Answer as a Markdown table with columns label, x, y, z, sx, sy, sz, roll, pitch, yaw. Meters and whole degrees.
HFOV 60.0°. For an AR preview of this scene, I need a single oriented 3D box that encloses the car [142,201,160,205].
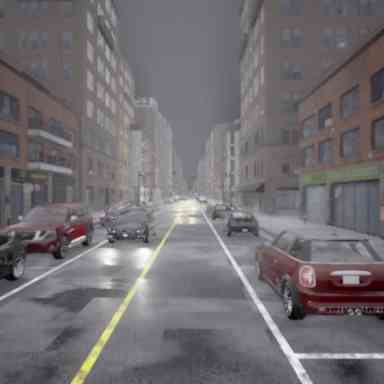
| label | x | y | z | sx | sy | sz | roll | pitch | yaw |
| --- | --- | --- | --- | --- | --- | --- | --- | --- | --- |
| car | -5.371 | 1.887 | 41.545 | 1.802 | 1.307 | 4.206 | 0 | 0 | 0 |

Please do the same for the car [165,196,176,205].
| label | x | y | z | sx | sy | sz | roll | pitch | yaw |
| --- | --- | --- | --- | --- | --- | --- | --- | --- | --- |
| car | -5.360 | 2.087 | 74.102 | 2.008 | 1.369 | 4.403 | 0 | 0 | 0 |

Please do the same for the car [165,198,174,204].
| label | x | y | z | sx | sy | sz | roll | pitch | yaw |
| --- | --- | --- | --- | --- | --- | --- | --- | --- | --- |
| car | -5.364 | 2.099 | 79.338 | 1.752 | 1.417 | 4.829 | 0 | 0 | 0 |

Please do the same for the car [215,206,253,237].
| label | x | y | z | sx | sy | sz | roll | pitch | yaw |
| --- | --- | --- | --- | --- | --- | --- | --- | --- | --- |
| car | 2.646 | 1.690 | 18.819 | 2.008 | 1.369 | 4.403 | 0 | 0 | 0 |

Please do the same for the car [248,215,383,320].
| label | x | y | z | sx | sy | sz | roll | pitch | yaw |
| --- | --- | --- | --- | --- | --- | --- | --- | --- | --- |
| car | 2.642 | 1.496 | 7.458 | 1.967 | 1.590 | 4.097 | 0 | 0 | 0 |

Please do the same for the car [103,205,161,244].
| label | x | y | z | sx | sy | sz | roll | pitch | yaw |
| --- | --- | --- | --- | --- | --- | --- | --- | --- | --- |
| car | -2.843 | 1.628 | 16.651 | 1.837 | 1.490 | 4.892 | 0 | 0 | 0 |

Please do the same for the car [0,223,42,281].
| label | x | y | z | sx | sy | sz | roll | pitch | yaw |
| --- | --- | --- | --- | --- | --- | --- | --- | --- | --- |
| car | -5.384 | 1.622 | 7.455 | 1.947 | 1.339 | 4.313 | 0 | 0 | 0 |

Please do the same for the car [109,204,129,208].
| label | x | y | z | sx | sy | sz | roll | pitch | yaw |
| --- | --- | --- | --- | --- | --- | --- | --- | --- | --- |
| car | -5.377 | 1.621 | 24.501 | 1.967 | 1.590 | 4.097 | 0 | 0 | 0 |

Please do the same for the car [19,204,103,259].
| label | x | y | z | sx | sy | sz | roll | pitch | yaw |
| --- | --- | --- | --- | --- | --- | --- | --- | --- | --- |
| car | -5.381 | 1.413 | 13.138 | 2.192 | 1.841 | 5.009 | 0 | 0 | 0 |

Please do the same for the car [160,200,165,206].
| label | x | y | z | sx | sy | sz | roll | pitch | yaw |
| --- | --- | --- | --- | --- | --- | --- | --- | --- | --- |
| car | -5.368 | 1.897 | 47.227 | 2.008 | 1.369 | 4.403 | 0 | 0 | 0 |

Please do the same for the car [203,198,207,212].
| label | x | y | z | sx | sy | sz | roll | pitch | yaw |
| --- | --- | --- | --- | --- | --- | --- | --- | --- | --- |
| car | 2.655 | 1.831 | 41.714 | 1.752 | 1.417 | 4.829 | 0 | 0 | 0 |

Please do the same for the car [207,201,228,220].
| label | x | y | z | sx | sy | sz | roll | pitch | yaw |
| --- | --- | --- | --- | --- | --- | --- | --- | --- | --- |
| car | 2.650 | 1.788 | 30.181 | 1.947 | 1.339 | 4.313 | 0 | 0 | 0 |

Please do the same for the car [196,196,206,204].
| label | x | y | z | sx | sy | sz | roll | pitch | yaw |
| --- | --- | --- | --- | --- | --- | --- | --- | --- | --- |
| car | 2.671 | 2.125 | 79.506 | 2.008 | 1.369 | 4.403 | 0 | 0 | 0 |
